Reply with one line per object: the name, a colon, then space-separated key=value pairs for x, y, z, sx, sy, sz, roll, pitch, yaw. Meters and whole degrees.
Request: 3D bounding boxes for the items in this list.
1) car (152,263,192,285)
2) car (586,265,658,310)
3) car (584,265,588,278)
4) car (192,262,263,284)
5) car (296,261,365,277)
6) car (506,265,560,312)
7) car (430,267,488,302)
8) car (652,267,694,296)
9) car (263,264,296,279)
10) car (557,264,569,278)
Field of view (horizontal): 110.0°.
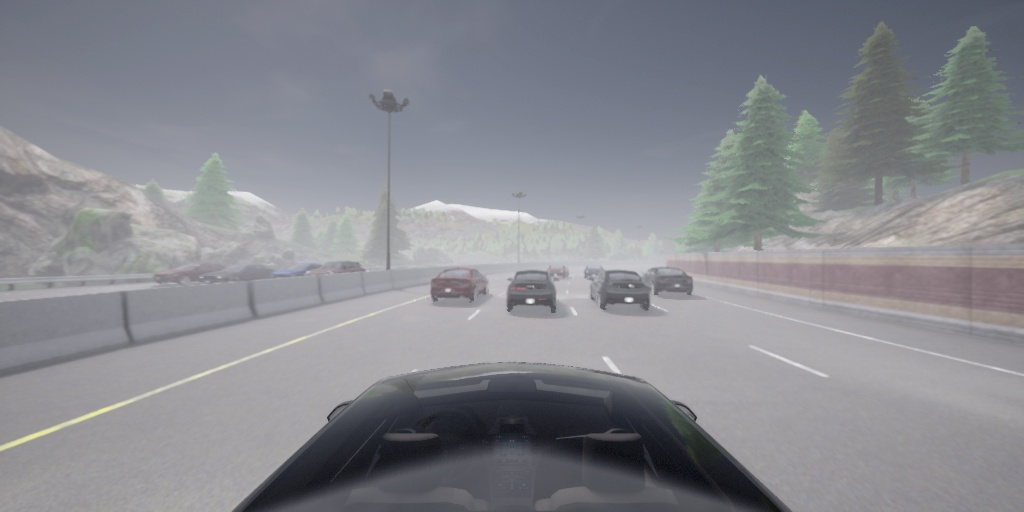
car: x=-22.596 y=1.203 z=25.750 sx=1.882 sy=1.535 sz=5.008 roll=0 pitch=0 yaw=9
car: x=4.431 y=1.324 z=15.209 sx=1.837 sy=1.490 sz=4.892 roll=0 pitch=0 yaw=6
car: x=8.286 y=1.511 z=36.004 sx=1.895 sy=1.301 sz=4.718 roll=0 pitch=0 yaw=15
car: x=-19.110 y=1.290 z=25.653 sx=2.033 sy=1.411 sz=5.357 roll=0 pitch=0 yaw=9
car: x=-12.118 y=1.125 z=24.776 sx=2.097 sy=1.767 sz=4.553 roll=0 pitch=0 yaw=9
car: x=0.861 y=1.305 z=14.703 sx=1.837 sy=1.490 sz=4.892 roll=0 pitch=0 yaw=6
car: x=-2.381 y=1.271 z=17.306 sx=1.882 sy=1.535 sz=5.008 roll=0 pitch=0 yaw=6
car: x=8.604 y=1.335 z=20.351 sx=1.882 sy=1.535 sz=5.008 roll=0 pitch=0 yaw=8
car: x=-15.368 y=1.241 z=26.618 sx=1.882 sy=1.535 sz=5.008 roll=0 pitch=0 yaw=10
car: x=4.600 y=1.493 z=35.735 sx=1.895 sy=1.301 sz=4.718 roll=0 pitch=0 yaw=14
